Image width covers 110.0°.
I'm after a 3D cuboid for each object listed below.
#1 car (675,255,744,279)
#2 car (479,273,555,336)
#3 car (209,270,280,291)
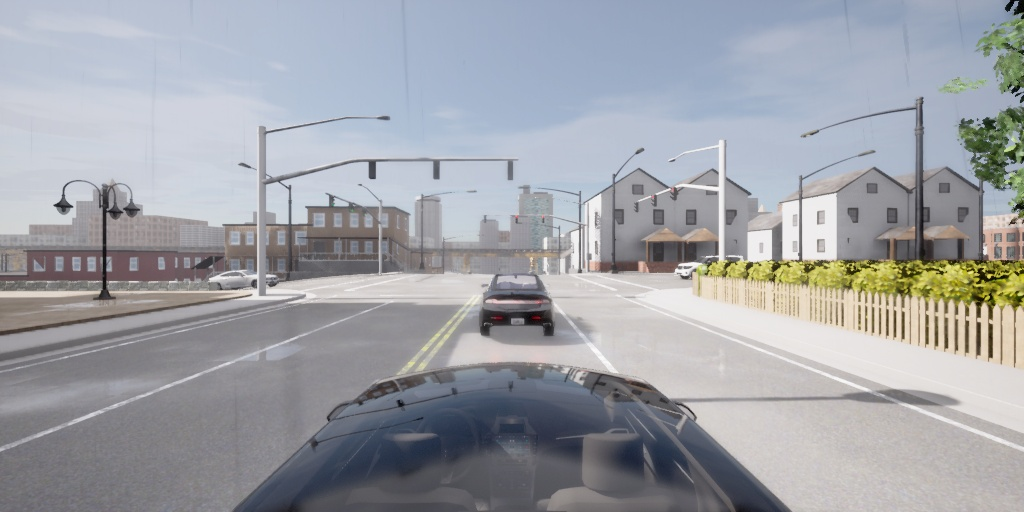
[{"bbox_3d":[16.898,0.972,30.434,5.566,2.045,2.150,0,0,-1],"label":"car"},{"bbox_3d":[0.118,1.242,10.394,2.128,1.511,4.902,0,0,0],"label":"car"},{"bbox_3d":[-19.659,1.742,26.266,4.674,1.442,1.812,-4,0,1],"label":"car"}]
